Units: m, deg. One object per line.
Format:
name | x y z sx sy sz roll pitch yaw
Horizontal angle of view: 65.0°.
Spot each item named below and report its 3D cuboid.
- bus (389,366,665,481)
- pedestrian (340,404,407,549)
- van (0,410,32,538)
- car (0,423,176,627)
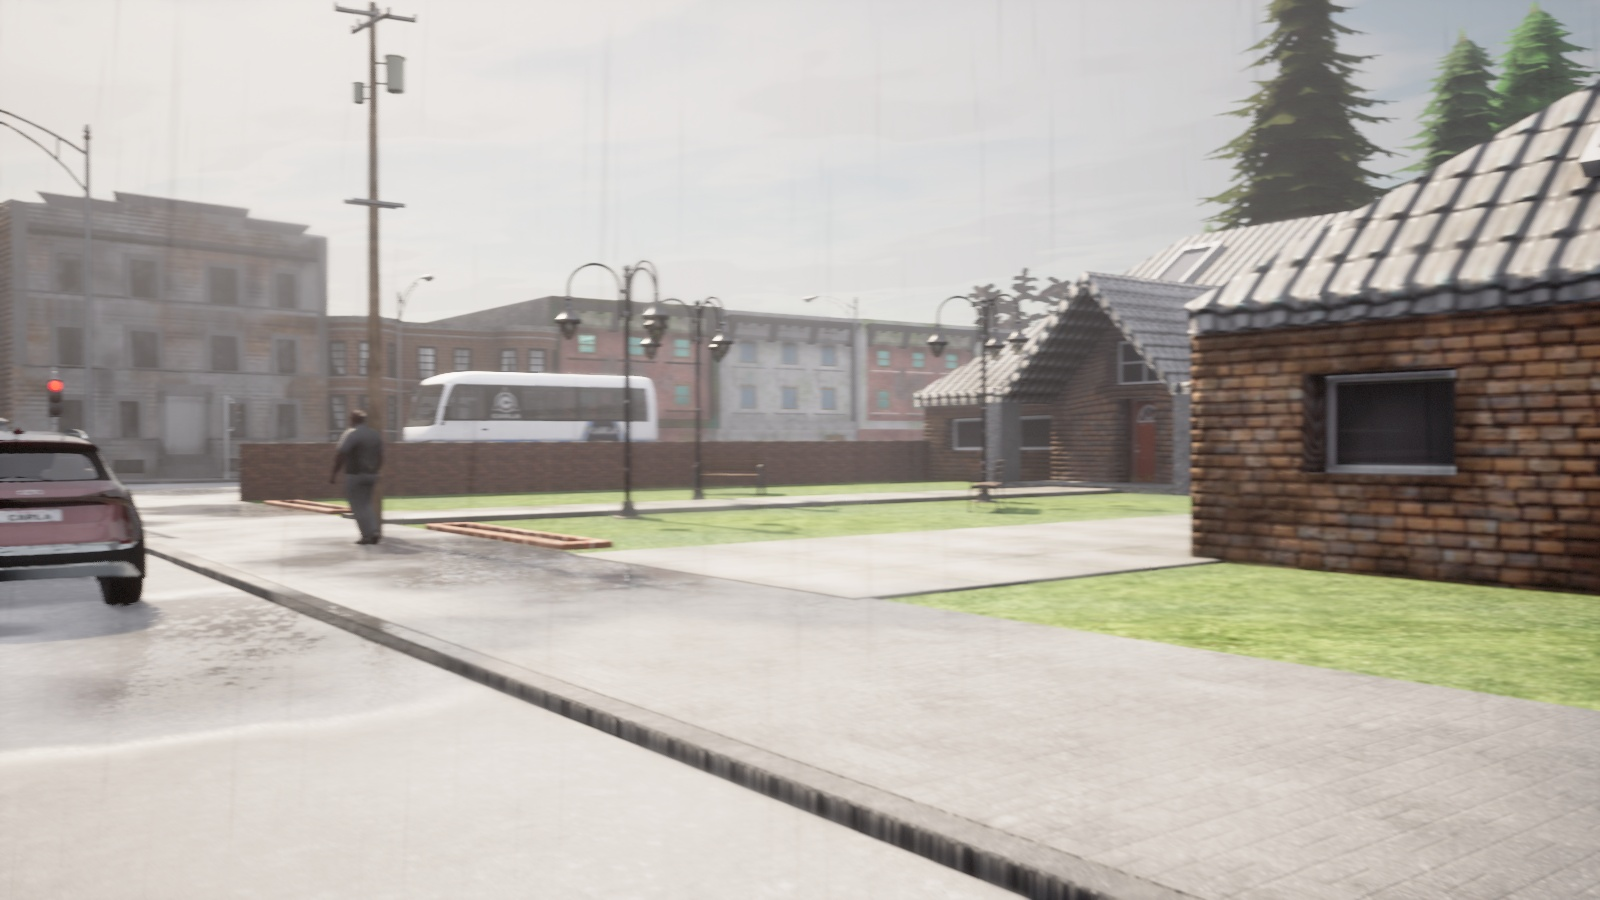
bus | -10.944 -1.006 51.097 10.273 4.253 3.944 0 1 -36
pedestrian | -5.700 0.336 16.780 0.563 1.883 0.849 0 1 -41
van | -14.145 0.362 21.068 1.775 1.987 4.442 0 1 -36
car | -7.694 0.595 12.281 2.033 1.649 4.856 0 1 -36
